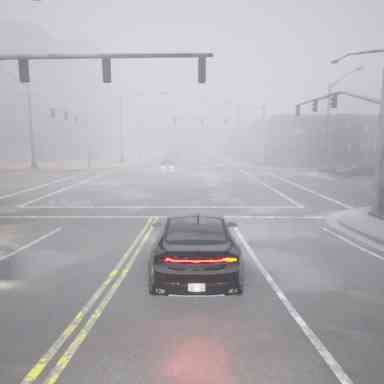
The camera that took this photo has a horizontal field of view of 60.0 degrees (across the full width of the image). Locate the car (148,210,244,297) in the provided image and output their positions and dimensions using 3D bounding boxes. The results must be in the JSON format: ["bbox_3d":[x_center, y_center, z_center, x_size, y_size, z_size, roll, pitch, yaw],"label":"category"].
[{"bbox_3d":[0.074,1.200,8.020,1.837,1.490,4.892,0,4,0],"label":"car"}]

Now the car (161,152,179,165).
[{"bbox_3d":[-3.583,-4.896,50.685,2.033,1.411,5.357,0,9,0],"label":"car"}]

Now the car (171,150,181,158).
[{"bbox_3d":[-3.480,-8.094,70.992,1.882,1.535,5.008,0,9,0],"label":"car"}]

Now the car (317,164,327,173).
[{"bbox_3d":[15.946,-2.667,36.315,4.181,1.385,1.994,0,9,0],"label":"car"}]

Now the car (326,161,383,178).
[{"bbox_3d":[16.652,-2.151,32.854,5.357,1.411,2.033,0,9,2],"label":"car"}]

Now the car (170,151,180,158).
[{"bbox_3d":[-3.551,-6.654,60.815,2.097,1.767,4.553,0,9,0],"label":"car"}]
